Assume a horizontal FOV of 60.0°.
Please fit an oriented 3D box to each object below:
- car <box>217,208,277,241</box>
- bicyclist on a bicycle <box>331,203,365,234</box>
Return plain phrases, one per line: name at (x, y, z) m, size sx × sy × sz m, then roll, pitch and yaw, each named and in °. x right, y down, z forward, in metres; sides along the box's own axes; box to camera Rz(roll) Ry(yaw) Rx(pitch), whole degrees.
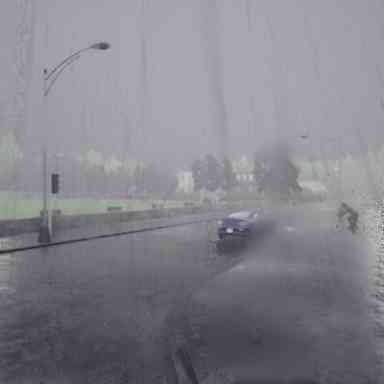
car at (2.870, 1.557, 16.868) m, size 1.812 × 1.442 × 4.674 m, roll 0°, pitch 0°, yaw 31°
bicyclist on a bicycle at (8.197, 1.402, 17.534) m, size 1.656 × 1.620 × 0.582 m, roll 0°, pitch 0°, yaw 30°
